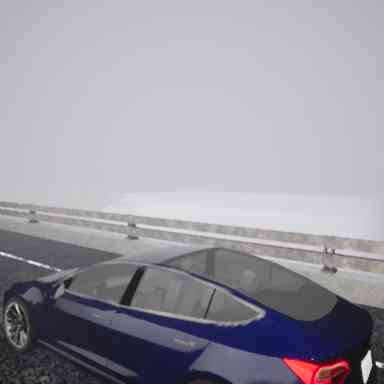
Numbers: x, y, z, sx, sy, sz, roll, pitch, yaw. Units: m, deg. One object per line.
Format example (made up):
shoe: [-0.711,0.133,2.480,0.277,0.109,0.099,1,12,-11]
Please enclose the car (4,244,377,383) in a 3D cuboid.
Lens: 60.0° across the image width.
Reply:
car: [-0.425,1.414,4.175,4.792,1.488,2.163,2,1,36]
